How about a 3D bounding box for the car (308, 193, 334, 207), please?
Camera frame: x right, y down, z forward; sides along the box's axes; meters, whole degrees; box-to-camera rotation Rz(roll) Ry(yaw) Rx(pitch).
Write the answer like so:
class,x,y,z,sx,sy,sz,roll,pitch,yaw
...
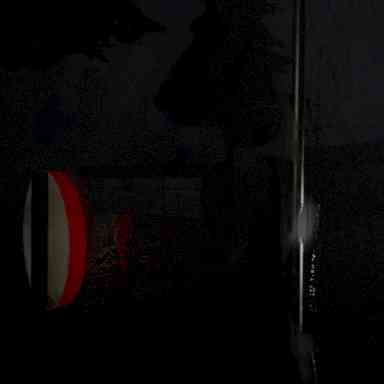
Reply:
class,x,y,z,sx,sy,sz,roll,pitch,yaw
car,15.323,0.905,39.437,3.633,1.501,1.845,0,1,-42
